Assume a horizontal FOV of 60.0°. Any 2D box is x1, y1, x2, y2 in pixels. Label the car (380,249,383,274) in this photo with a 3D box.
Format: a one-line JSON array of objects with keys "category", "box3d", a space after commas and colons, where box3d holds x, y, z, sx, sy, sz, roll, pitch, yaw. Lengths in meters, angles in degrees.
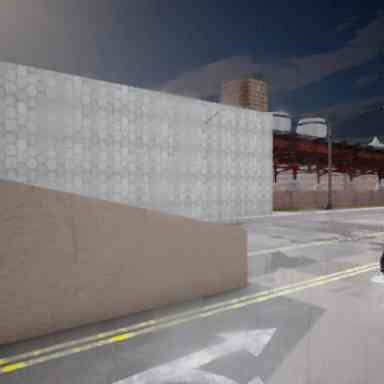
[{"category": "car", "box3d": [6.729, 1.522, 8.607, 4.181, 1.385, 1.994, 0, 0, -35]}]
